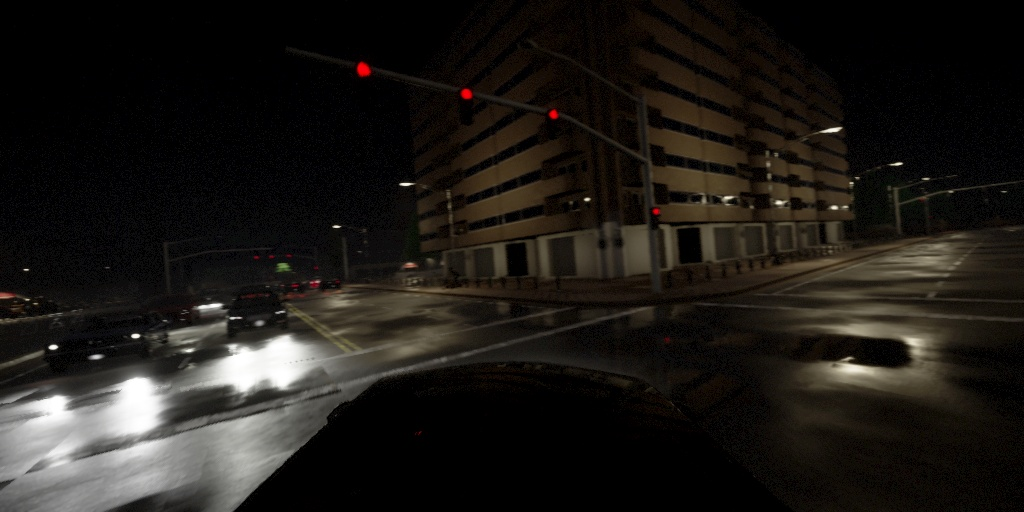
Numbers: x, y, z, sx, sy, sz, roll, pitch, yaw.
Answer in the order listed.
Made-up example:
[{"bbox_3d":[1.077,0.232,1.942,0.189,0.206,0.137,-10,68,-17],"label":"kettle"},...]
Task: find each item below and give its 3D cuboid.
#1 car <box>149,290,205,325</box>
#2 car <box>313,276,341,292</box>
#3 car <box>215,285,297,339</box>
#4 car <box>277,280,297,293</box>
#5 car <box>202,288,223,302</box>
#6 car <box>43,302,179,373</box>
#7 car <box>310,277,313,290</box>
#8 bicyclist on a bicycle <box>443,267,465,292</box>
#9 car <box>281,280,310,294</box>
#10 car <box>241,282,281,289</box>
[{"bbox_3d":[-17.653,2.804,18.650,1.882,1.535,5.008,-4,0,-36],"label":"car"},{"bbox_3d":[-21.131,3.245,41.410,2.128,1.511,4.902,-4,0,-36],"label":"car"},{"bbox_3d":[-10.125,2.175,14.276,2.128,1.511,4.902,-4,0,-36],"label":"car"},{"bbox_3d":[-30.050,4.028,47.755,1.837,1.490,4.892,-4,0,-36],"label":"car"},{"bbox_3d":[-30.483,3.979,36.302,2.128,1.511,4.902,-4,-1,-36],"label":"car"},{"bbox_3d":[-12.121,2.428,11.098,1.895,1.301,4.718,-4,0,-36],"label":"car"},{"bbox_3d":[-26.710,3.607,48.939,2.097,1.767,4.553,-4,-1,-36],"label":"car"},{"bbox_3d":[-3.810,1.523,23.425,1.656,1.620,0.582,-4,-1,-36],"label":"bicyclist on a bicycle"},{"bbox_3d":[-24.625,3.524,40.349,2.128,1.511,4.902,-4,0,-36],"label":"car"},{"bbox_3d":[-15.547,2.525,21.677,2.097,1.767,4.553,-4,0,-37],"label":"car"}]
